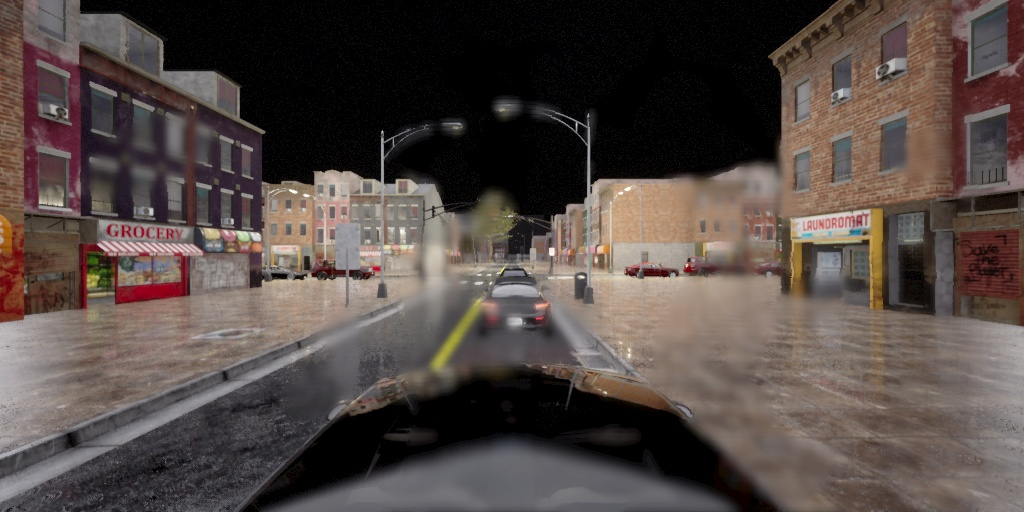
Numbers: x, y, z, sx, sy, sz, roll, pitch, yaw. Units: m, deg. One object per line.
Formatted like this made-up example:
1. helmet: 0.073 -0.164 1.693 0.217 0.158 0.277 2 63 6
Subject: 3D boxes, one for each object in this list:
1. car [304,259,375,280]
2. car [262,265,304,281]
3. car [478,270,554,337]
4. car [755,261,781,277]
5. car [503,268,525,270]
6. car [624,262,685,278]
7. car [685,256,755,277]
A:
1. car: -14.454 1.180 30.701 5.009 1.841 2.192 0 0 0
2. car: -19.880 1.473 30.693 4.313 1.339 1.948 0 0 0
3. car: 0.099 1.278 10.127 1.812 1.442 4.674 0 0 0
4. car: 22.822 1.142 30.758 4.507 1.381 1.888 0 0 0
5. car: 0.104 1.322 18.887 1.994 1.385 4.181 0 0 0
6. car: 11.954 1.217 30.741 4.507 1.381 1.888 0 0 0
7. car: 17.388 0.948 30.750 5.009 1.841 2.192 0 0 0
